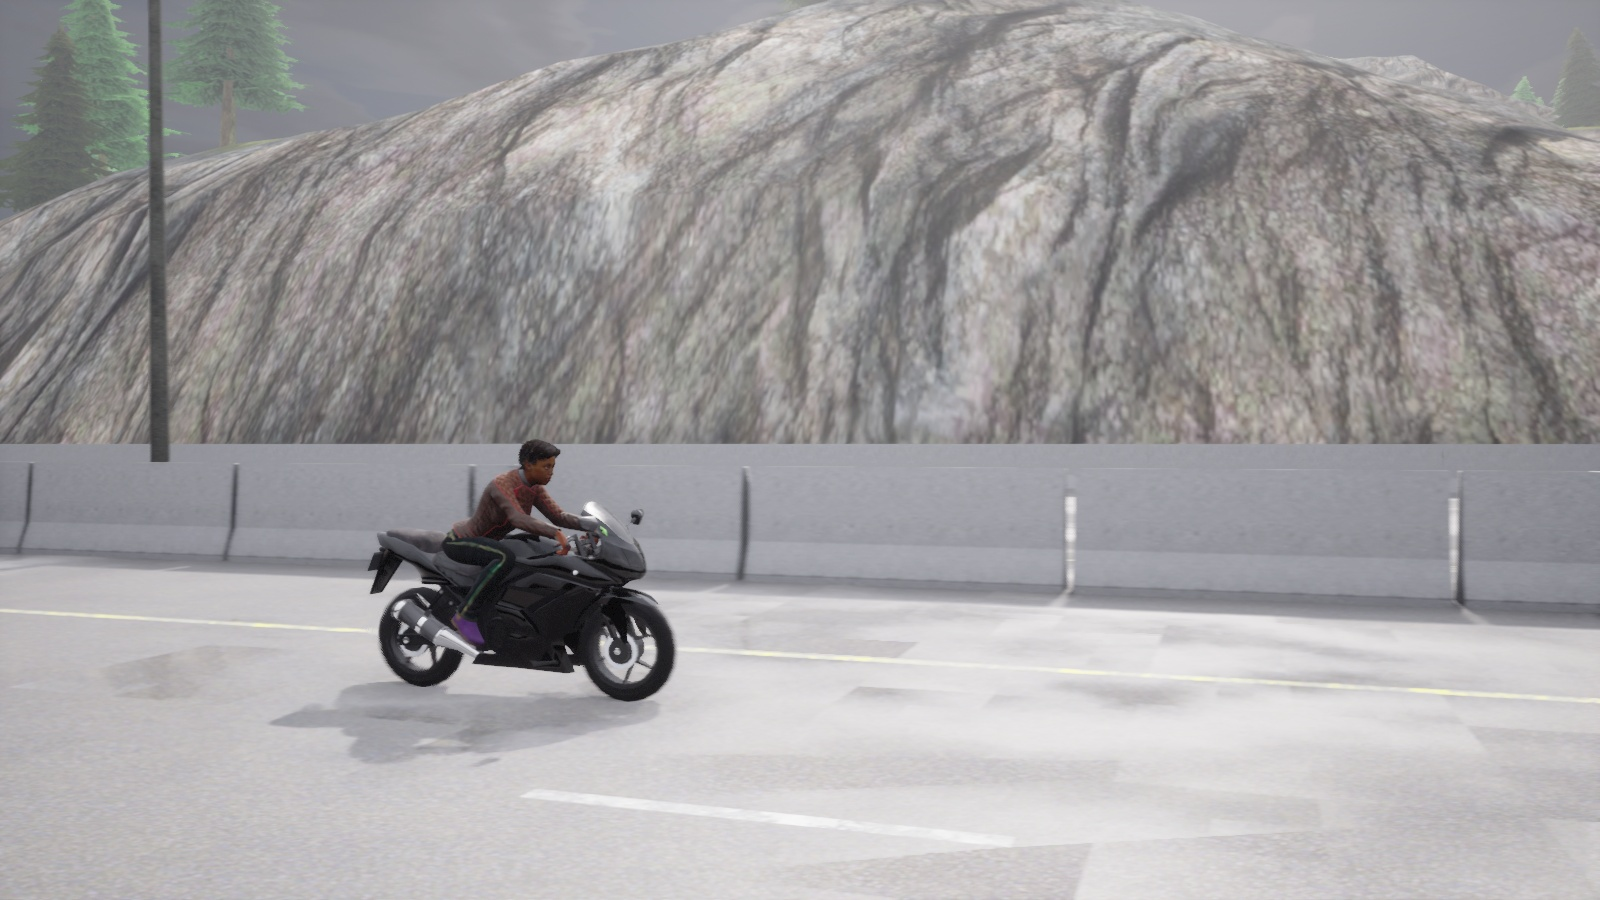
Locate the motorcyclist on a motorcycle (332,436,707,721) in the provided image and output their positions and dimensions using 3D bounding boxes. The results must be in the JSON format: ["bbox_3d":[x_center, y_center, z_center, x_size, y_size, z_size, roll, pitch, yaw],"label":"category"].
[{"bbox_3d":[-1.655,0.683,7.442,2.044,1.523,0.797,1,1,19],"label":"motorcyclist on a motorcycle"}]
